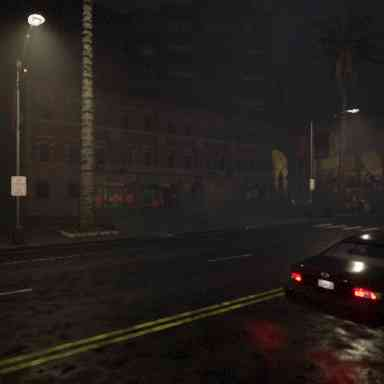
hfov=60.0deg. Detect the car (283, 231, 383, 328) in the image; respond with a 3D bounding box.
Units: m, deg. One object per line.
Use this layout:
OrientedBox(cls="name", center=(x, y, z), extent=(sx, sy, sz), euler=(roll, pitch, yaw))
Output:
OrientedBox(cls="car", center=(4.212, 1.546, 6.863), extent=(5.357, 1.411, 2.033), euler=(0, 0, -36))
